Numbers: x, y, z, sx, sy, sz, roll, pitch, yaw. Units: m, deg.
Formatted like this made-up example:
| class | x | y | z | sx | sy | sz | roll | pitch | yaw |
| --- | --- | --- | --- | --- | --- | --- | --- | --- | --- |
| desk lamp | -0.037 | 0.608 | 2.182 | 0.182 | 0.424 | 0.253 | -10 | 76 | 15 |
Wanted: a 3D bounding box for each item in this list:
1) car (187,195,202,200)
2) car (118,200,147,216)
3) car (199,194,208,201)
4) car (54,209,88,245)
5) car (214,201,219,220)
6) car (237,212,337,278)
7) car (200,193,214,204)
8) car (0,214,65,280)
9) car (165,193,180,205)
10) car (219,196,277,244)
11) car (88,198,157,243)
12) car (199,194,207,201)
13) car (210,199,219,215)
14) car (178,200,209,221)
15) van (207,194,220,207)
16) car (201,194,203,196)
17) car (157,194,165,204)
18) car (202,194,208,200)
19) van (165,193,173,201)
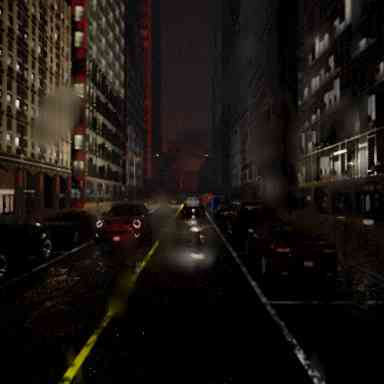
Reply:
| class | x | y | z | sx | sy | sz | roll | pitch | yaw |
| --- | --- | --- | --- | --- | --- | --- | --- | --- | --- |
| car | 0.096 | 1.445 | 44.553 | 1.812 | 1.442 | 4.674 | 0 | 0 | 0 |
| car | -5.679 | 1.492 | 32.147 | 2.008 | 1.369 | 4.403 | 1 | 0 | 0 |
| car | 2.698 | 1.305 | 76.855 | 1.967 | 1.590 | 4.097 | 1 | 0 | 0 |
| car | -5.677 | 1.517 | 15.422 | 1.887 | 1.381 | 4.507 | 1 | 0 | 0 |
| car | 2.703 | 1.527 | 21.084 | 1.947 | 1.339 | 4.313 | 1 | 0 | 0 |
| car | 2.704 | 1.526 | 9.929 | 1.887 | 1.381 | 4.507 | 1 | 0 | 0 |
| car | 2.703 | 1.208 | 60.124 | 2.192 | 1.841 | 5.009 | 1 | 0 | 0 |
| car | -5.677 | 1.548 | 9.847 | 1.947 | 1.339 | 4.313 | 1 | 0 | 0 |
| car | -3.065 | 1.376 | 56.641 | 1.882 | 1.535 | 5.008 | 0 | 0 | 0 |
| car | 2.708 | 1.286 | 15.506 | 2.192 | 1.841 | 5.009 | 1 | 0 | 0 |
| car | -3.100 | 1.323 | 15.866 | 2.097 | 1.767 | 4.553 | 0 | 0 | 0 |
| car | 2.698 | 1.296 | 82.432 | 1.967 | 1.590 | 4.097 | 1 | 0 | 0 |
| car | 2.702 | 1.533 | 26.661 | 1.802 | 1.307 | 4.206 | 1 | 0 | 0 |
| car | 0.098 | 1.552 | 26.834 | 1.895 | 1.301 | 4.718 | 0 | 0 | 0 |
| van | 2.706 | 1.282 | 32.237 | 1.690 | 1.788 | 3.998 | 1 | 0 | 0 |
| car | 2.704 | 1.227 | 48.969 | 2.192 | 1.841 | 5.009 | 1 | 0 | 0 |
| car | -5.683 | 1.475 | 60.023 | 1.802 | 1.307 | 4.206 | 1 | 0 | 0 |
| car | 2.702 | 1.361 | 43.391 | 1.967 | 1.590 | 4.097 | 1 | 0 | 0 |
| van | -5.689 | 1.198 | 82.324 | 1.690 | 1.788 | 3.998 | 1 | 0 | 0 |
